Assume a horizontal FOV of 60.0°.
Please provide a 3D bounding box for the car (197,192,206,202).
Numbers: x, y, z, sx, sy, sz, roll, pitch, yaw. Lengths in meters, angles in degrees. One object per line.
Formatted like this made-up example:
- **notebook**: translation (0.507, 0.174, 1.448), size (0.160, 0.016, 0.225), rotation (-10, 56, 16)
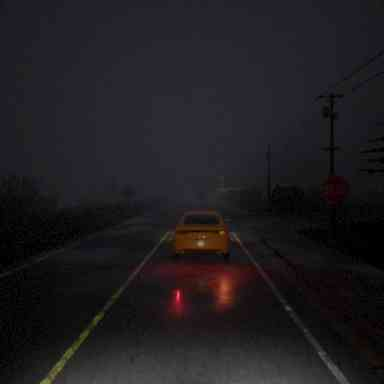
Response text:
- **car**: translation (2.082, 1.342, 70.748), size (1.837, 1.490, 4.892), rotation (0, 0, 2)

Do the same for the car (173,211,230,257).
- **car**: translation (0.403, 1.449, 12.785), size (1.882, 1.535, 5.008), rotation (0, 0, 3)

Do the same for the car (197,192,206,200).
- **car**: translation (2.404, 0.935, 81.192), size (2.150, 2.045, 5.566), rotation (0, 0, 2)
